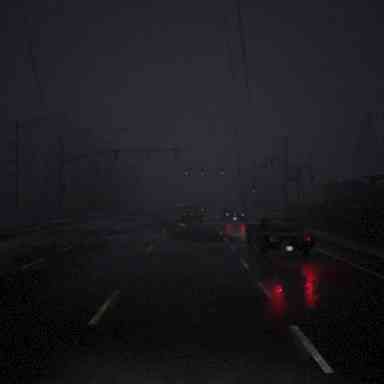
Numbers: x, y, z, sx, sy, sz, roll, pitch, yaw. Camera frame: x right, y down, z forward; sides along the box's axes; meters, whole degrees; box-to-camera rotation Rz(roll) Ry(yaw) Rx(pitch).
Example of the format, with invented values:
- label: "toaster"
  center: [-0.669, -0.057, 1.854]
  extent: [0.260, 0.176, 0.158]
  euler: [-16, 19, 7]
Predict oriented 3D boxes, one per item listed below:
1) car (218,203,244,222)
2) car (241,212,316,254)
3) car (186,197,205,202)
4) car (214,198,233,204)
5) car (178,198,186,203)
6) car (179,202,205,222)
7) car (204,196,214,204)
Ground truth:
- label: "car"
  center: [3.479, 1.890, 29.102]
  extent: [1.895, 1.301, 4.718]
  euler: [0, -1, 0]
- label: "car"
  center: [3.491, 1.742, 14.103]
  extent: [1.895, 1.301, 4.718]
  euler: [0, -1, 0]
- label: "car"
  center: [0.890, 2.467, 87.912]
  extent: [1.895, 1.301, 4.718]
  euler: [0, -1, 25]
- label: "car"
  center: [8.420, 2.389, 87.219]
  extent: [1.812, 1.442, 4.674]
  euler: [0, -1, 31]
- label: "car"
  center: [-1.989, 2.432, 89.978]
  extent: [2.033, 1.411, 5.357]
  euler: [0, -1, 25]
- label: "car"
  center: [-0.028, 1.836, 28.983]
  extent: [2.033, 1.411, 5.357]
  euler: [0, -1, 0]
- label: "car"
  center: [4.825, 2.098, 87.974]
  extent: [2.150, 2.045, 5.566]
  euler: [0, -1, 28]
